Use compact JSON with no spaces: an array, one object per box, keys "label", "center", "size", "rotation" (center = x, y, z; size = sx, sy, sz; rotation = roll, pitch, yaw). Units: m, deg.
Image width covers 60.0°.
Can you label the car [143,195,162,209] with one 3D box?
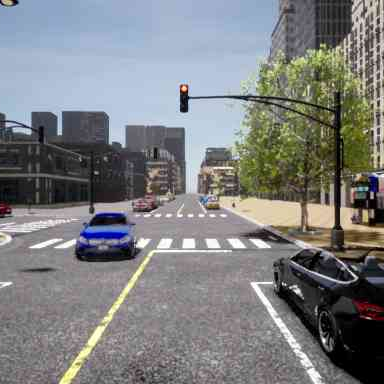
[{"label":"car","center":[-5.662,1.318,43.820],"size":[2.192,1.841,5.009],"rotation":[0,0,0]}]

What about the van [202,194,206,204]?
[{"label":"van","center":[2.721,1.345,49.370],"size":[1.690,1.788,3.998],"rotation":[0,0,0]}]

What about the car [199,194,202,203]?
[{"label":"car","center":[2.725,1.556,60.472],"size":[2.008,1.369,4.403],"rotation":[0,0,0]}]

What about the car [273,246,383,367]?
[{"label":"car","center":[2.698,1.566,5.789],"size":[1.947,1.339,4.313],"rotation":[0,0,0]}]

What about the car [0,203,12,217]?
[{"label":"car","center":[-17.254,1.371,27.278],"size":[4.507,1.381,1.887],"rotation":[1,-1,-1]}]

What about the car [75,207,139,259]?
[{"label":"car","center":[-3.134,1.526,12.914],"size":[1.812,1.442,4.674],"rotation":[1,0,-8]}]

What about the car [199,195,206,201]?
[{"label":"car","center":[2.740,1.534,88.397],"size":[1.752,1.417,4.829],"rotation":[0,0,0]}]

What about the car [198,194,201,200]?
[{"label":"car","center":[2.731,1.572,71.574],"size":[1.947,1.339,4.313],"rotation":[0,0,0]}]

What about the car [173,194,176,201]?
[{"label":"car","center":[-5.644,1.559,82.678],"size":[2.008,1.369,4.403],"rotation":[0,0,0]}]

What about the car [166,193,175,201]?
[{"label":"car","center":[-5.640,1.324,88.229],"size":[2.192,1.841,5.009],"rotation":[0,0,0]}]

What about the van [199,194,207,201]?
[{"label":"van","center":[2.738,1.349,82.676],"size":[1.690,1.788,3.998],"rotation":[0,0,0]}]

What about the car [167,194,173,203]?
[{"label":"car","center":[-5.649,1.532,71.406],"size":[1.752,1.417,4.829],"rotation":[0,0,0]}]

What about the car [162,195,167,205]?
[{"label":"car","center":[-5.658,1.555,54.923],"size":[2.008,1.369,4.403],"rotation":[0,0,0]}]

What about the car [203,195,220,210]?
[{"label":"car","center":[2.717,1.528,43.988],"size":[1.752,1.417,4.829],"rotation":[0,0,0]}]

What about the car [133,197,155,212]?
[{"label":"car","center":[-5.666,1.584,38.269],"size":[1.802,1.307,4.206],"rotation":[0,0,0]}]
